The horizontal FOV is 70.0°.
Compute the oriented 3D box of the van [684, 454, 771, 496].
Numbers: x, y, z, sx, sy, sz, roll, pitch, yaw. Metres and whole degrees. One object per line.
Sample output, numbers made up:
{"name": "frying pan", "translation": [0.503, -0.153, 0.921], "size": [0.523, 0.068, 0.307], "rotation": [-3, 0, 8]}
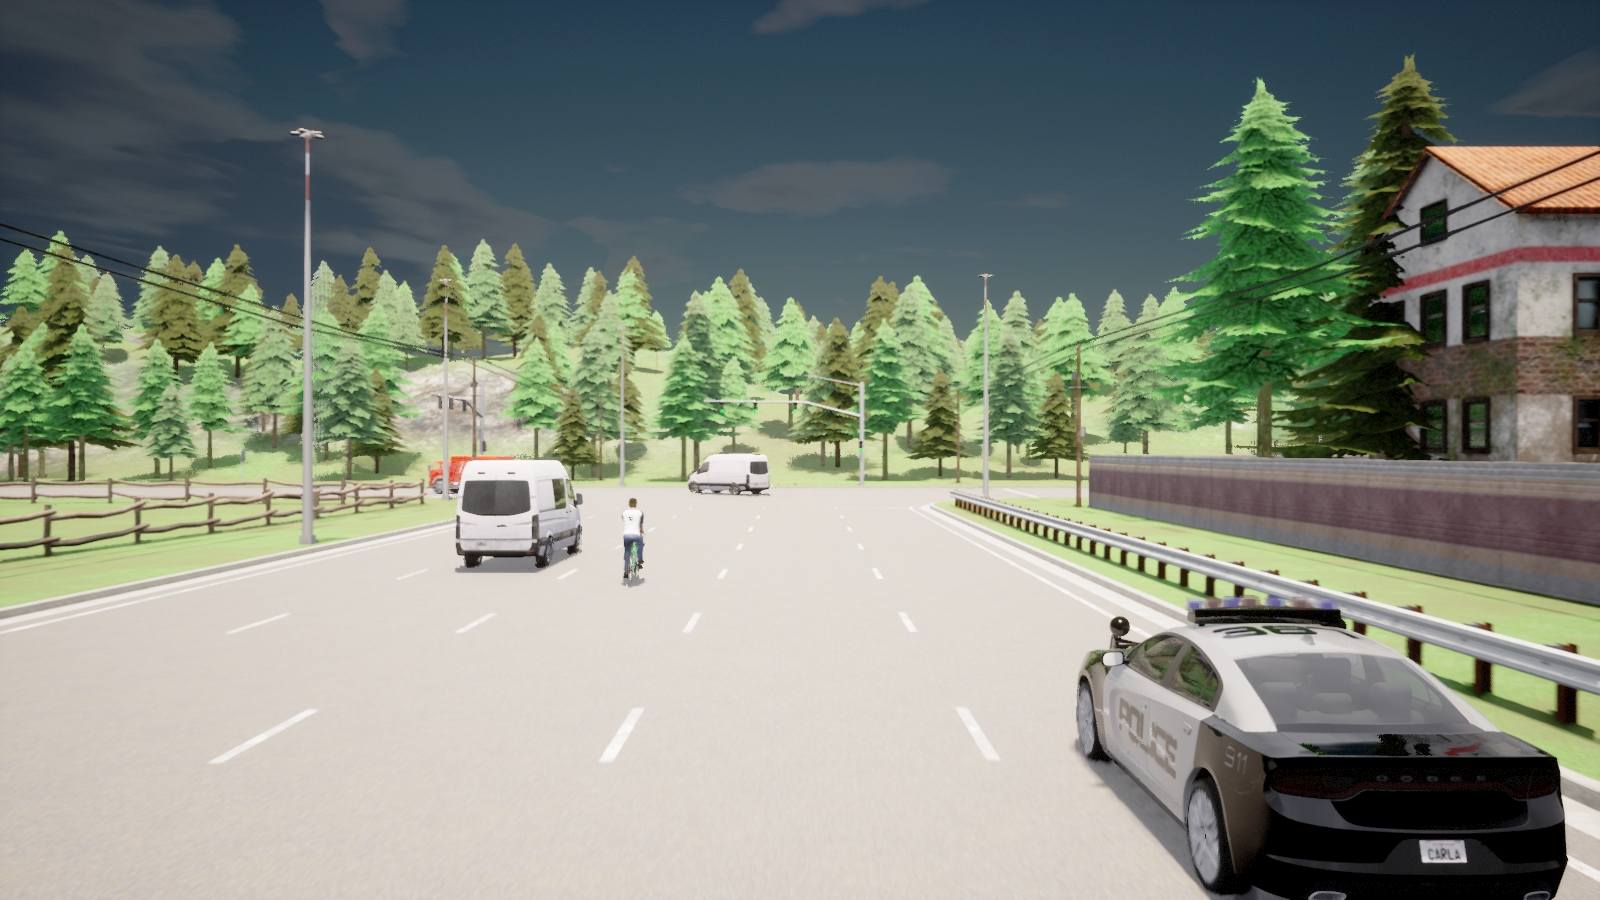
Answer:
{"name": "van", "translation": [-4.619, 1.535, 72.115], "size": [5.915, 2.561, 1.988], "rotation": [0, 0, 43]}

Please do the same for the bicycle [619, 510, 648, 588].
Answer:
{"name": "bicycle", "translation": [-3.498, 2.056, 24.062], "size": [0.373, 1.496, 1.643], "rotation": [0, 0, 0]}

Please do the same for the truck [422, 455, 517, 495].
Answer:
{"name": "truck", "translation": [-21.020, 1.571, 72.718], "size": [5.204, 2.467, 2.627], "rotation": [0, 0, 14]}

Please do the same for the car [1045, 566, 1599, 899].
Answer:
{"name": "car", "translation": [3.501, 1.982, 8.805], "size": [2.097, 1.638, 5.238], "rotation": [0, 0, 0]}

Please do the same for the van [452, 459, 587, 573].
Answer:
{"name": "van", "translation": [-6.992, 1.535, 29.156], "size": [1.988, 2.561, 5.915], "rotation": [0, 0, 0]}
